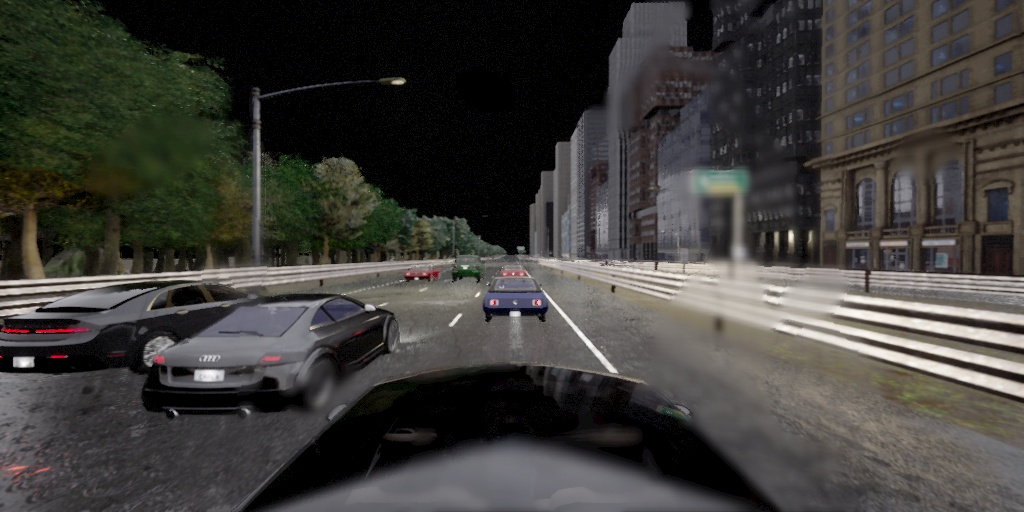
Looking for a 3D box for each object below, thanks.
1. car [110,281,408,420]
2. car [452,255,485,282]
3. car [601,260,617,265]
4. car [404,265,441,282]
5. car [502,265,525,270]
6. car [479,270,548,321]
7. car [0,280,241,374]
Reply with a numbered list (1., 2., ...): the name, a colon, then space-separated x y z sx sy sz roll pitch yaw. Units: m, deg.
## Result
1. car: -3.403 1.312 6.037 1.994 1.385 4.181 0 0 0
2. car: -3.406 0.964 28.705 2.150 2.045 5.566 0 0 0
3. car: 15.380 1.366 57.498 2.163 1.488 4.792 0 0 -18
4. car: -6.907 1.343 28.175 1.895 1.301 4.718 0 0 0
5. car: 0.093 1.344 28.121 1.895 1.301 4.718 0 0 0
6. car: 0.098 1.347 12.353 1.895 1.301 4.718 0 0 0
7. car: -6.902 1.252 7.494 1.837 1.490 4.892 0 0 0
